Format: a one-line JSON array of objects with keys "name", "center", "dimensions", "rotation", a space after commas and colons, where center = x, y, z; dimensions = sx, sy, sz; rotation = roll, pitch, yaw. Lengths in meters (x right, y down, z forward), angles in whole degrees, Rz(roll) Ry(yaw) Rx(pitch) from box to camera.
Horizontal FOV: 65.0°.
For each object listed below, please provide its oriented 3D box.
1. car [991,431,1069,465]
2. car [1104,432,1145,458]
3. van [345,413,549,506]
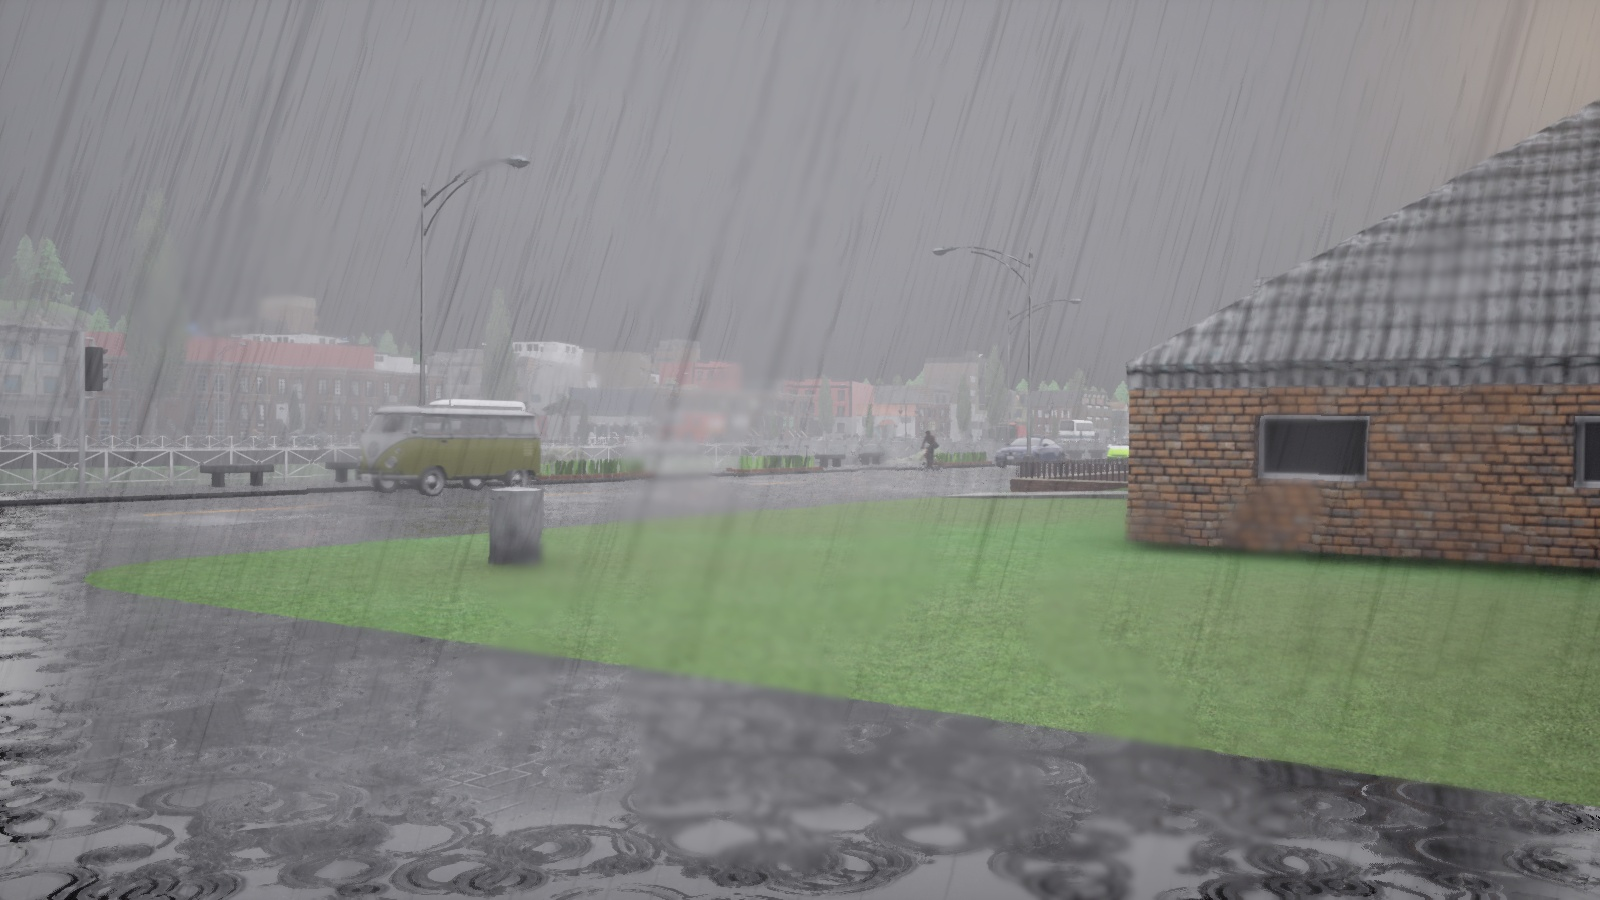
[{"name": "car", "center": [10.491, -0.116, 56.999], "dimensions": [1.812, 1.442, 4.674], "rotation": [0, 1, 34]}, {"name": "car", "center": [17.460, -0.293, 67.494], "dimensions": [1.481, 1.376, 2.207], "rotation": [0, 1, 34]}, {"name": "van", "center": [-8.057, 0.160, 29.068], "dimensions": [1.775, 1.987, 4.442], "rotation": [0, 1, 34]}]
